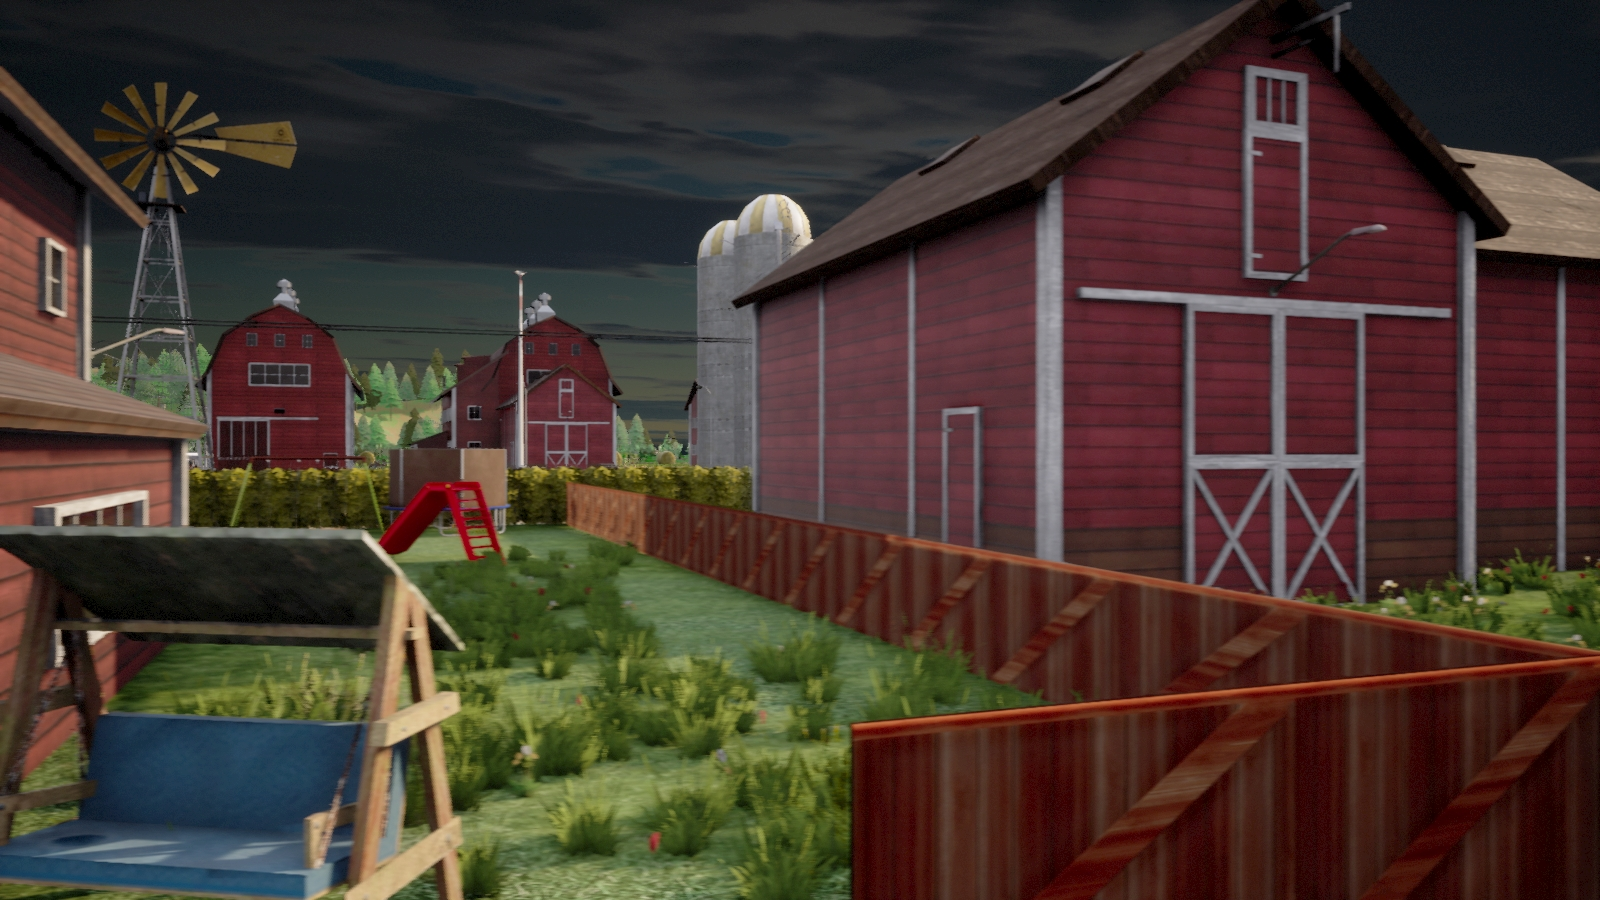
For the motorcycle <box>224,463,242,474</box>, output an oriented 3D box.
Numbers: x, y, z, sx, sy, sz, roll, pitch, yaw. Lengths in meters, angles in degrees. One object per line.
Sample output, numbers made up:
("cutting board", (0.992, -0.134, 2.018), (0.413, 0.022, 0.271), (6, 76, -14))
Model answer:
("motorcycle", (-65.821, 2.142, 132.633), (1.805, 1.316, 0.856), (0, 0, -19))
